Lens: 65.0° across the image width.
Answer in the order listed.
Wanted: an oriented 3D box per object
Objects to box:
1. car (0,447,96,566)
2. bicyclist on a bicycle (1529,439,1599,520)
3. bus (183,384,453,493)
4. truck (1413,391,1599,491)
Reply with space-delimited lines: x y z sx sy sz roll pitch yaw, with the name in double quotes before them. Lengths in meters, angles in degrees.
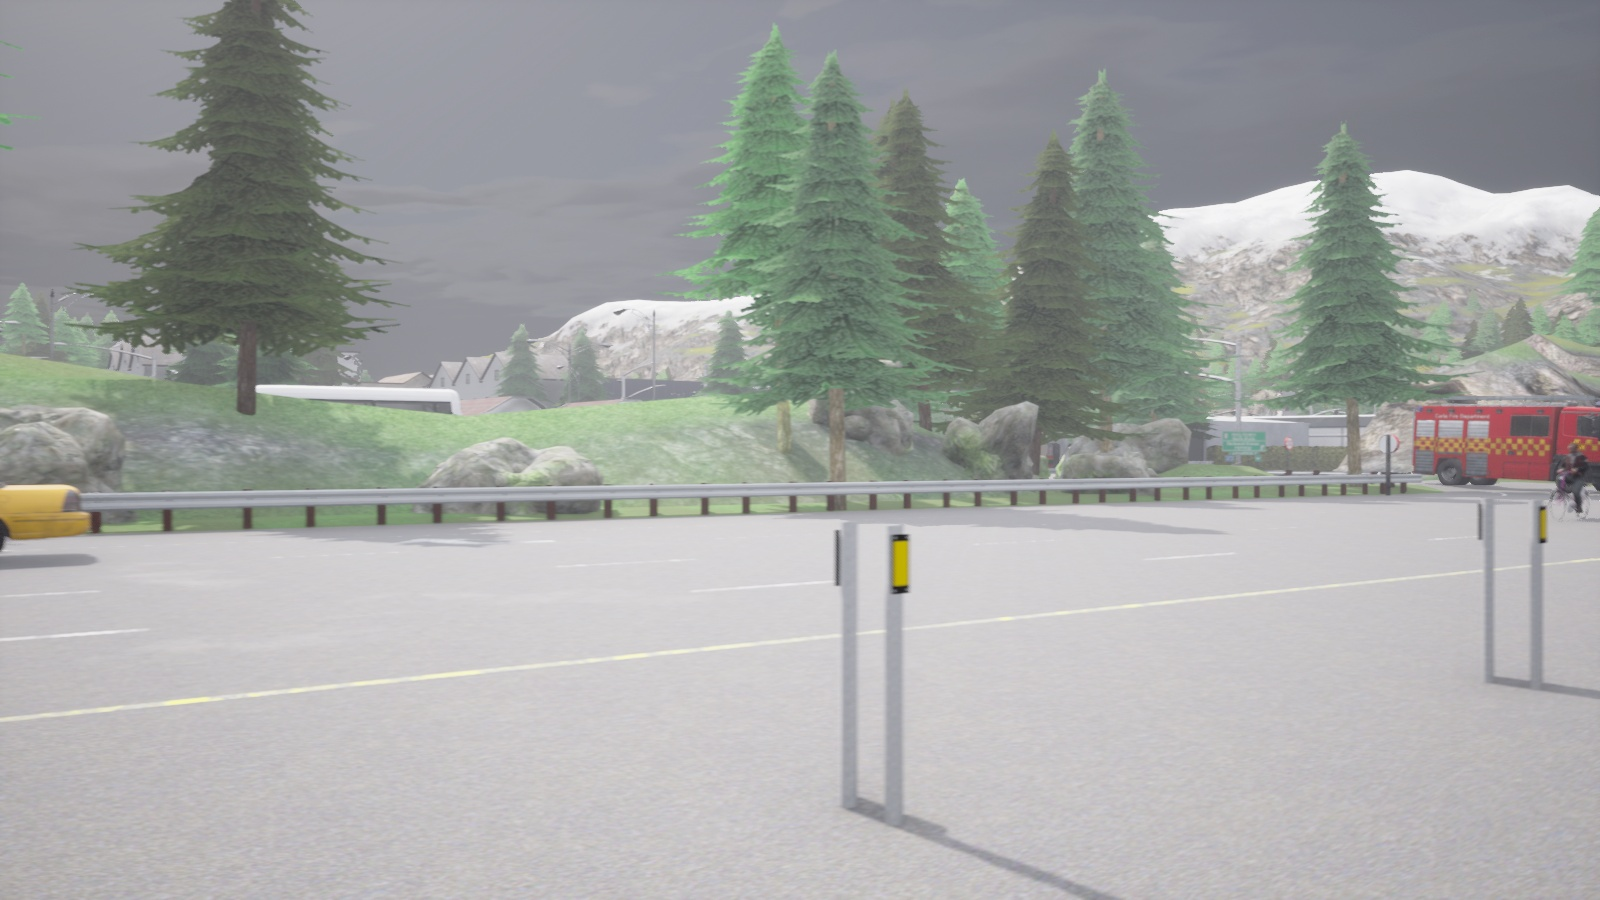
"car" -12.345 0.749 16.390 5.366 1.575 1.801 0 0 -35
"bicyclist on a bicycle" 17.264 0.648 28.358 1.843 1.776 0.659 0 0 -35
"bus" -20.198 -0.473 52.845 10.273 4.253 3.944 0 1 -25
"truck" 29.932 -0.434 51.378 2.891 3.827 8.468 1 1 -29
